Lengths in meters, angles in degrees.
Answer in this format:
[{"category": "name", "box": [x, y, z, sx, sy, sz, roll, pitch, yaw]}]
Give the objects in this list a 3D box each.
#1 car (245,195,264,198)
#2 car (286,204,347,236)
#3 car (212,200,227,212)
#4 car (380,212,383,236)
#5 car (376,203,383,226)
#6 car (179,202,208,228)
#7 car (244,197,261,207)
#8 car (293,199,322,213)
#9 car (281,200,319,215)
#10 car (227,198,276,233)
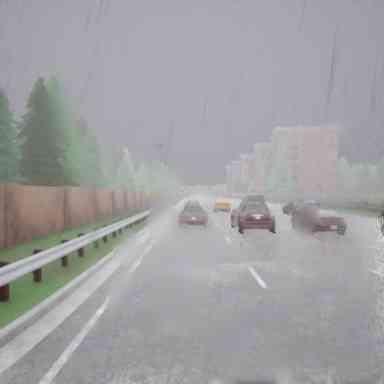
[{"category": "car", "box": [7.102, 1.395, 38.512, 2.150, 2.045, 5.566, 0, 0, 0]}, {"category": "car", "box": [7.101, 1.611, 18.937, 1.812, 1.442, 4.674, 0, 0, 0]}, {"category": "car", "box": [3.601, 1.662, 40.874, 1.882, 1.535, 5.008, 0, 0, 0]}, {"category": "car", "box": [10.601, 1.546, 14.986, 1.882, 1.535, 5.008, 0, 0, 0]}, {"category": "car", "box": [14.090, 1.574, 21.309, 1.882, 1.535, 5.008, 0, 0, 0]}, {"category": "car", "box": [0.101, 1.669, 23.198, 1.994, 1.385, 4.181, 0, 0, 0]}, {"category": "car", "box": [10.558, 1.756, 58.384, 2.128, 1.511, 4.902, 0, 0, 0]}, {"category": "car", "box": [14.101, 1.662, 40.875, 1.882, 1.535, 5.008, 0, 0, 0]}, {"category": "car", "box": [10.602, 1.700, 33.780, 2.033, 1.411, 5.357, 0, 0, 0]}, {"category": "car", "box": [3.601, 1.443, 20.368, 2.097, 1.767, 4.553, 0, 0, 0]}]
